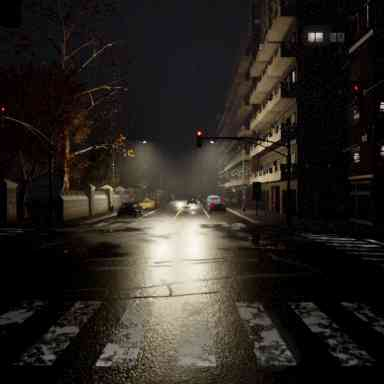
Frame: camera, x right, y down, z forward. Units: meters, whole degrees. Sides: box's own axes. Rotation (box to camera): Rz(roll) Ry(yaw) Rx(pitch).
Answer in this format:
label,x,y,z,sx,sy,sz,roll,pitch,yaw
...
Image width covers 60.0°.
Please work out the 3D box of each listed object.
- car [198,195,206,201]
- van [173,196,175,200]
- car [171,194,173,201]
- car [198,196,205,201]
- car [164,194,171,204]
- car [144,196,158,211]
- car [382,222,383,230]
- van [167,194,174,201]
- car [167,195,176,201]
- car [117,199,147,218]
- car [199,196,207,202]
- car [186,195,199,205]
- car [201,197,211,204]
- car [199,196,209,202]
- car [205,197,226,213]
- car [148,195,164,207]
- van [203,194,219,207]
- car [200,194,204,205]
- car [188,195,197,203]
label,x,y,z,sx,sy,sz,roll,pitch,yaw
car,2.702,1.544,87.164,1.967,1.590,4.097,0,0,0
van,-5.679,1.432,81.536,1.690,1.788,3.998,0,0,0
car,-5.680,1.508,70.275,1.967,1.590,4.097,0,0,0
car,2.702,1.700,92.795,1.802,1.307,4.206,0,0,0
car,-5.681,1.498,64.646,1.967,1.590,4.097,0,0,0
car,-5.683,1.550,41.955,1.752,1.417,4.829,0,0,0
car,13.468,1.604,18.539,5.009,1.841,2.192,1,-1,-1
van,-5.678,1.445,87.165,1.690,1.788,3.998,0,0,0
car,-5.678,1.669,92.794,2.008,1.369,4.403,0,0,0
car,-5.684,1.580,30.863,1.947,1.339,4.313,0,0,0
car,2.700,1.635,81.534,1.887,1.381,4.507,0,0,0
car,0.006,1.597,59.579,2.033,1.411,5.357,0,0,0
car,2.699,1.602,64.643,1.887,1.381,4.507,0,0,0
car,2.700,1.629,75.904,2.008,1.369,4.403,0,0,0
car,2.697,1.564,36.492,1.887,1.381,4.507,0,0,0
car,-5.682,1.347,47.755,2.192,1.841,5.009,0,0,0
van,2.698,1.366,42.123,1.690,1.788,3.998,0,0,0
car,2.699,1.480,53.384,1.967,1.590,4.097,0,0,0
car,0.009,1.444,69.998,1.837,1.490,4.892,0,0,0
